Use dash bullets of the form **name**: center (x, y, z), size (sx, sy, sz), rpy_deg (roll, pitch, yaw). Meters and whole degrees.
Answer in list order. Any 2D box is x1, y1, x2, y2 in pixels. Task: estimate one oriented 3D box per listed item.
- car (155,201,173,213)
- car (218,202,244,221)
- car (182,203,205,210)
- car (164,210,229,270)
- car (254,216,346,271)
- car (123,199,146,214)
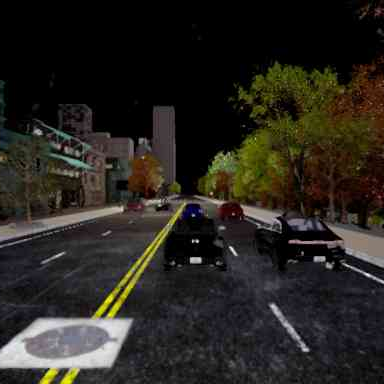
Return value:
- **car**: center (-3.337, 1.797, 40.554), size (1.994, 1.385, 4.181), rpy_deg (0, 0, 0)
- **car**: center (3.350, 1.646, 29.306), size (1.882, 1.535, 5.008), rpy_deg (0, 0, 0)
- **car**: center (0.100, 1.692, 28.809), size (1.812, 1.442, 4.674), rpy_deg (0, 0, 0)
- **car**: center (0.100, 1.570, 11.224), size (1.837, 1.490, 4.892), rpy_deg (0, 0, 0)
- **car**: center (3.350, 1.556, 11.153), size (2.128, 1.511, 4.902), rpy_deg (0, 0, 0)
- **car**: center (-6.591, 1.573, 38.553), size (2.097, 1.767, 4.553), rpy_deg (0, 0, 0)
